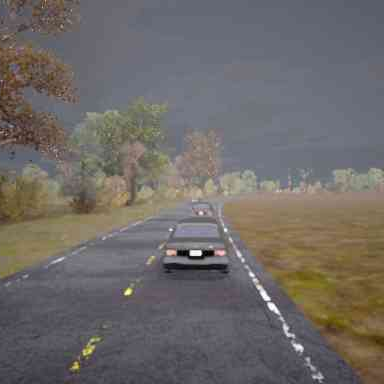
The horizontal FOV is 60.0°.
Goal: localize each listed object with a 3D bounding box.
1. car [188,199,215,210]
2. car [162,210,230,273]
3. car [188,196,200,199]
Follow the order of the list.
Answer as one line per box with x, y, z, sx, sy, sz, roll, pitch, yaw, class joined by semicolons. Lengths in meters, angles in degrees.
0.786;1.502;25.540;2.033;1.411;5.357;0;0;4;car
0.179;1.529;10.593;2.033;1.411;5.357;0;0;2;car
0.442;1.384;56.707;2.128;1.511;4.902;0;0;7;car
